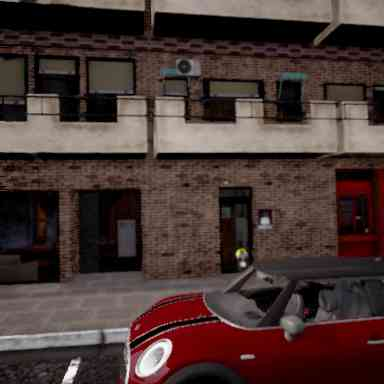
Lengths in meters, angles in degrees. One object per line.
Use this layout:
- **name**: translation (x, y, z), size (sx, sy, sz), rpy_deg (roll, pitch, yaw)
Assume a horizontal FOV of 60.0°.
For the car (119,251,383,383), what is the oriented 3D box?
- **car**: translation (1.183, 1.573, 4.052), size (4.097, 1.590, 1.967), rpy_deg (0, -3, -9)
